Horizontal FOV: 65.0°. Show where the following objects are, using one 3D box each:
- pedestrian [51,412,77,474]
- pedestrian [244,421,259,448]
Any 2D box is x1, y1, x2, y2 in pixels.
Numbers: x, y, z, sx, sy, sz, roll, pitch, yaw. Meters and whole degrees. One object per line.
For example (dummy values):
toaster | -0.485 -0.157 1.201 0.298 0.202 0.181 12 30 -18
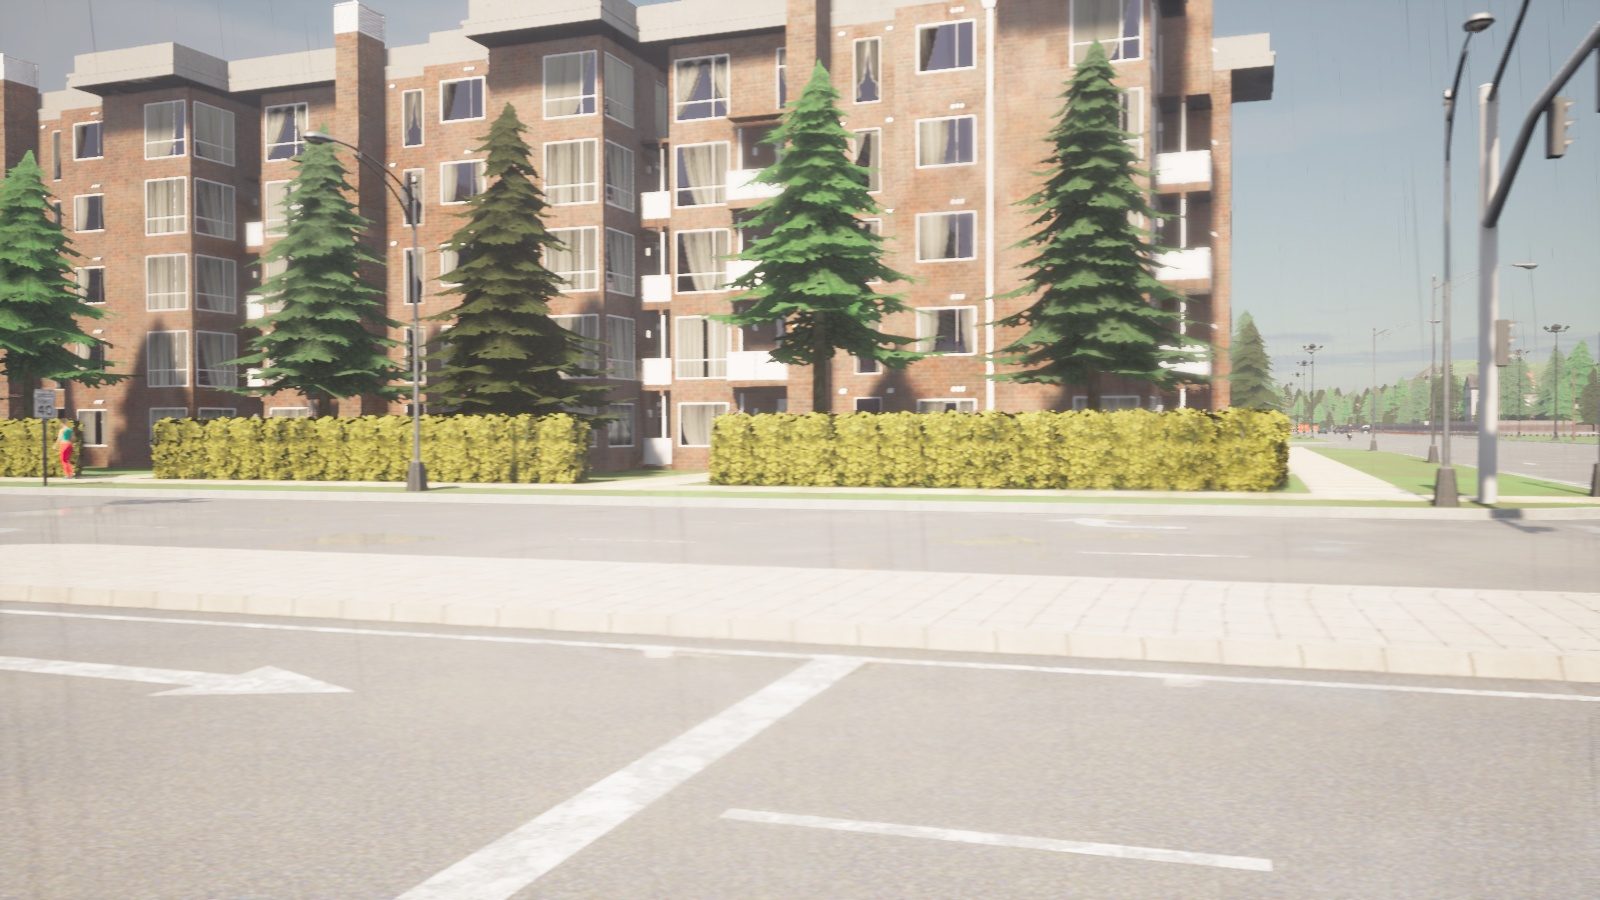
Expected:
pedestrian | -21.964 -0.220 37.468 0.594 1.836 0.345 1 1 19
pedestrian | -38.438 -1.106 88.019 0.563 1.883 0.849 1 1 20
